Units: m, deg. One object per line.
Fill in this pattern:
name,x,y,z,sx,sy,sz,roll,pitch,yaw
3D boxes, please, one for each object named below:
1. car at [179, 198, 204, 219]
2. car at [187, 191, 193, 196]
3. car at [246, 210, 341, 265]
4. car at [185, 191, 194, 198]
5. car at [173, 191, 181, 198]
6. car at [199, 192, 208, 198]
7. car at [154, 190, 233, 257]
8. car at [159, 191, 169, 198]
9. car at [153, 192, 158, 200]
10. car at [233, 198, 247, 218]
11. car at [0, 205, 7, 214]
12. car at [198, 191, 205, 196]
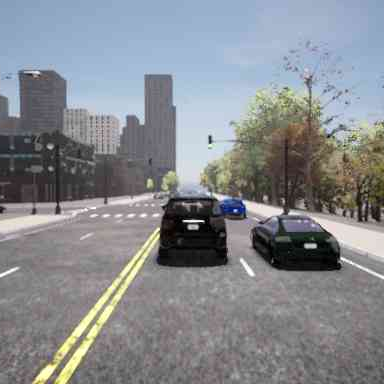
car,-0.069,1.248,26.707,1.812,1.442,4.674,0,1,0
car,-0.593,0.356,92.944,1.837,1.490,4.892,0,1,0
car,3.278,1.446,11.241,1.994,1.385,4.181,0,1,0
car,-0.528,0.652,82.528,2.128,1.511,4.902,0,1,0
car,-3.786,0.588,84.231,1.882,1.535,5.008,0,1,0
car,2.722,0.666,82.550,2.033,1.411,5.357,0,1,0
car,0.020,1.092,12.413,2.150,2.045,5.566,0,1,0
car,-7.036,0.636,84.210,2.128,1.511,4.902,0,1,0
car,-6.938,0.804,68.662,2.128,1.511,4.902,0,1,0
car,3.180,1.198,26.923,1.882,1.535,5.008,0,1,0
car,-20.158,1.488,31.974,4.313,1.339,1.947,-1,2,0
car,2.656,0.450,92.996,1.895,1.301,4.718,0,1,0
